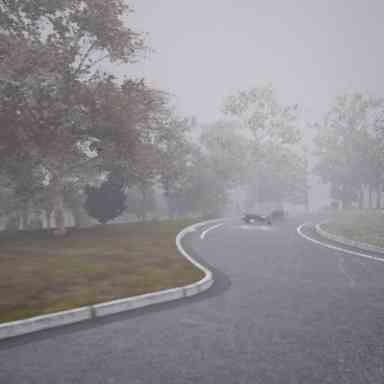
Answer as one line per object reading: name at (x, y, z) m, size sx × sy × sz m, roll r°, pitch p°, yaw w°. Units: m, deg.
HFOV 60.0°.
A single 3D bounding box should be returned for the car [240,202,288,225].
car at (5.266, 1.447, 23.523) m, size 2.033 × 1.411 × 5.357 m, roll 0°, pitch 0°, yaw 32°
